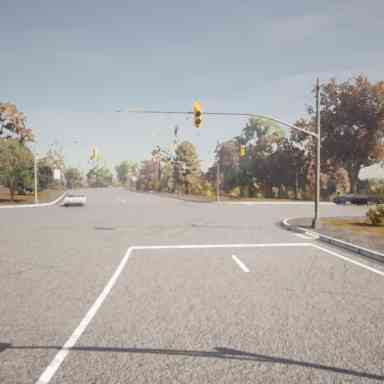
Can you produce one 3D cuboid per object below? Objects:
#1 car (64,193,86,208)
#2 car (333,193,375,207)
[{"bbox_3d":[-11.632,0.789,33.259,1.895,1.301,4.718,-1,2,-15],"label":"car"},{"bbox_3d":[19.107,0.876,39.267,5.008,1.535,1.882,2,1,-16],"label":"car"}]
